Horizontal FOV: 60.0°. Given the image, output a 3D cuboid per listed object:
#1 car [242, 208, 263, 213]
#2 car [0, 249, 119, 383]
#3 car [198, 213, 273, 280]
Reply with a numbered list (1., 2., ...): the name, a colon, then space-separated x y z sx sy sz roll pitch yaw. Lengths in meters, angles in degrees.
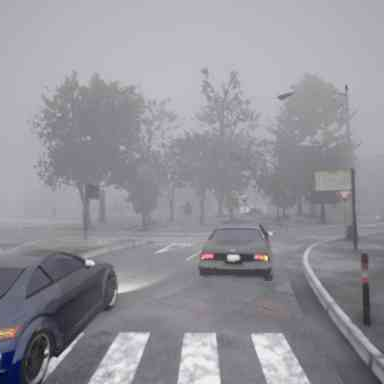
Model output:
1. car: 12.665 4.079 70.076 1.837 1.490 4.892 3 -6 -34
2. car: -2.604 1.587 5.284 1.994 1.385 4.181 0 0 4
3. car: 1.427 1.568 9.967 2.033 1.411 5.357 -1 -1 11
